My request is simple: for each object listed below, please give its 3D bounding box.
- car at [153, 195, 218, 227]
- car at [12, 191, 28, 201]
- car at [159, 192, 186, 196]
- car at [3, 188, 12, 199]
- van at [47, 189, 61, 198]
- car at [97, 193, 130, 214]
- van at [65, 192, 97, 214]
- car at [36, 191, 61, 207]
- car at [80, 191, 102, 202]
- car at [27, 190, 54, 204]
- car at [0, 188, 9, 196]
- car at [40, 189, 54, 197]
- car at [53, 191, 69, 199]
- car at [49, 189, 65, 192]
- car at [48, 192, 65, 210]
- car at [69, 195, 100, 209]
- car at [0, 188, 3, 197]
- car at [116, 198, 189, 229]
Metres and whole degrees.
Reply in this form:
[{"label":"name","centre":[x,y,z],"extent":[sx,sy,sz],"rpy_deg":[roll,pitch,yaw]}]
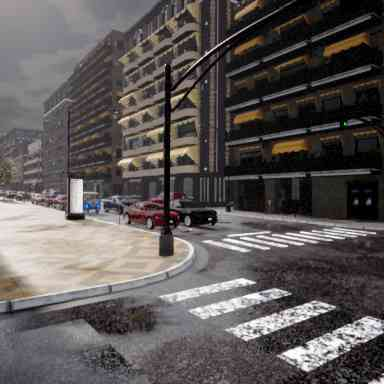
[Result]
[{"label":"car","centre":[-0.412,1.216,20.728],"extent":[1.882,1.535,5.008],"rpy_deg":[1,0,-35]},{"label":"car","centre":[-25.742,0.541,51.068],"extent":[1.967,1.590,4.097],"rpy_deg":[2,0,-36]},{"label":"car","centre":[-2.300,0.936,33.170],"extent":[2.192,1.841,5.009],"rpy_deg":[2,0,-36]},{"label":"car","centre":[-32.415,0.470,60.206],"extent":[1.887,1.381,4.507],"rpy_deg":[2,0,-36]},{"label":"van","centre":[-28.980,0.260,69.722],"extent":[1.690,1.788,3.998],"rpy_deg":[2,0,-36]},{"label":"car","centre":[-5.997,1.083,28.388],"extent":[2.128,1.511,4.902],"rpy_deg":[1,0,-36]},{"label":"van","centre":[-9.064,0.881,28.223],"extent":[1.690,1.788,3.998],"rpy_deg":[2,0,-36]},{"label":"car","centre":[-15.740,0.909,37.361],"extent":[1.887,1.381,4.507],"rpy_deg":[2,0,-36]},{"label":"car","centre":[-15.643,0.710,51.446],"extent":[1.967,1.590,4.097],"rpy_deg":[2,0,-36]},{"label":"car","centre":[-18.975,0.805,41.793],"extent":[1.752,1.417,4.829],"rpy_deg":[2,0,-36]},{"label":"car","centre":[-42.413,-0.022,73.913],"extent":[2.192,1.841,5.009],"rpy_deg":[2,0,-36]},{"label":"car","centre":[-32.318,0.271,74.291],"extent":[1.967,1.590,4.097],"rpy_deg":[2,0,-36]},{"label":"car","centre":[-25.751,0.529,65.291],"extent":[1.752,1.417,4.829],"rpy_deg":[2,0,-36]},{"label":"car","centre":[-17.680,0.636,44.473],"extent":[2.097,1.767,4.553],"rpy_deg":[1,0,-36]},{"label":"car","centre":[-12.405,0.997,32.793],"extent":[1.887,1.381,4.507],"rpy_deg":[2,0,-36]},{"label":"car","centre":[-11.819,1.039,36.374],"extent":[1.895,1.301,4.718],"rpy_deg":[1,0,-36]},{"label":"car","centre":[-39.085,0.301,69.344],"extent":[2.008,1.369,4.403],"rpy_deg":[2,0,-36]},{"label":"car","centre":[-2.401,1.261,19.085],"extent":[1.887,1.381,4.507],"rpy_deg":[2,0,-36]}]
